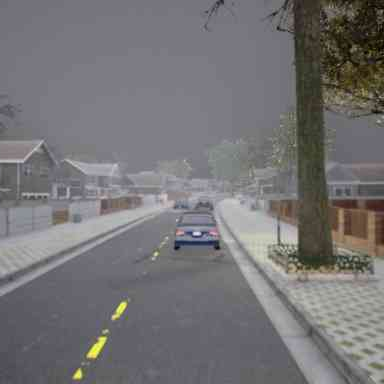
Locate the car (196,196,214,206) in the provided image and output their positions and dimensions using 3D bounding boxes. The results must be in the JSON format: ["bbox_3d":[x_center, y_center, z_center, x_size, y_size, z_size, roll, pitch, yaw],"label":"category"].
[{"bbox_3d":[1.624,1.270,42.037,2.097,1.767,4.553,0,0,4],"label":"car"}]

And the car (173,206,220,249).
[{"bbox_3d":[0.237,1.538,14.468,2.033,1.411,5.357,0,0,1],"label":"car"}]

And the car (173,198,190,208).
[{"bbox_3d":[-1.258,1.469,42.296,2.033,1.411,5.357,0,0,5],"label":"car"}]
